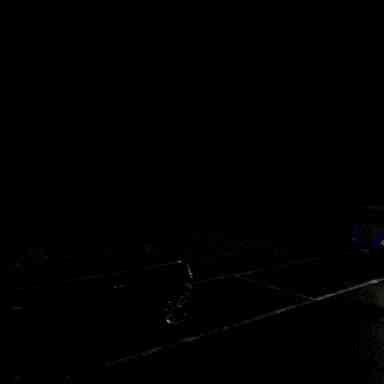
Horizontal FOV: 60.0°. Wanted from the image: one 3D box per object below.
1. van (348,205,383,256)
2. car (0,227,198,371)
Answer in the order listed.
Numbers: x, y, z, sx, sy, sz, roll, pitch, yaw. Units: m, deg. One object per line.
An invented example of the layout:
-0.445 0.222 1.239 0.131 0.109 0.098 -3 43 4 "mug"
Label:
7.200 1.346 11.788 3.998 1.788 1.690 0 0 -36 "van"
-1.977 1.441 5.241 4.097 1.590 1.967 0 0 -36 "car"
